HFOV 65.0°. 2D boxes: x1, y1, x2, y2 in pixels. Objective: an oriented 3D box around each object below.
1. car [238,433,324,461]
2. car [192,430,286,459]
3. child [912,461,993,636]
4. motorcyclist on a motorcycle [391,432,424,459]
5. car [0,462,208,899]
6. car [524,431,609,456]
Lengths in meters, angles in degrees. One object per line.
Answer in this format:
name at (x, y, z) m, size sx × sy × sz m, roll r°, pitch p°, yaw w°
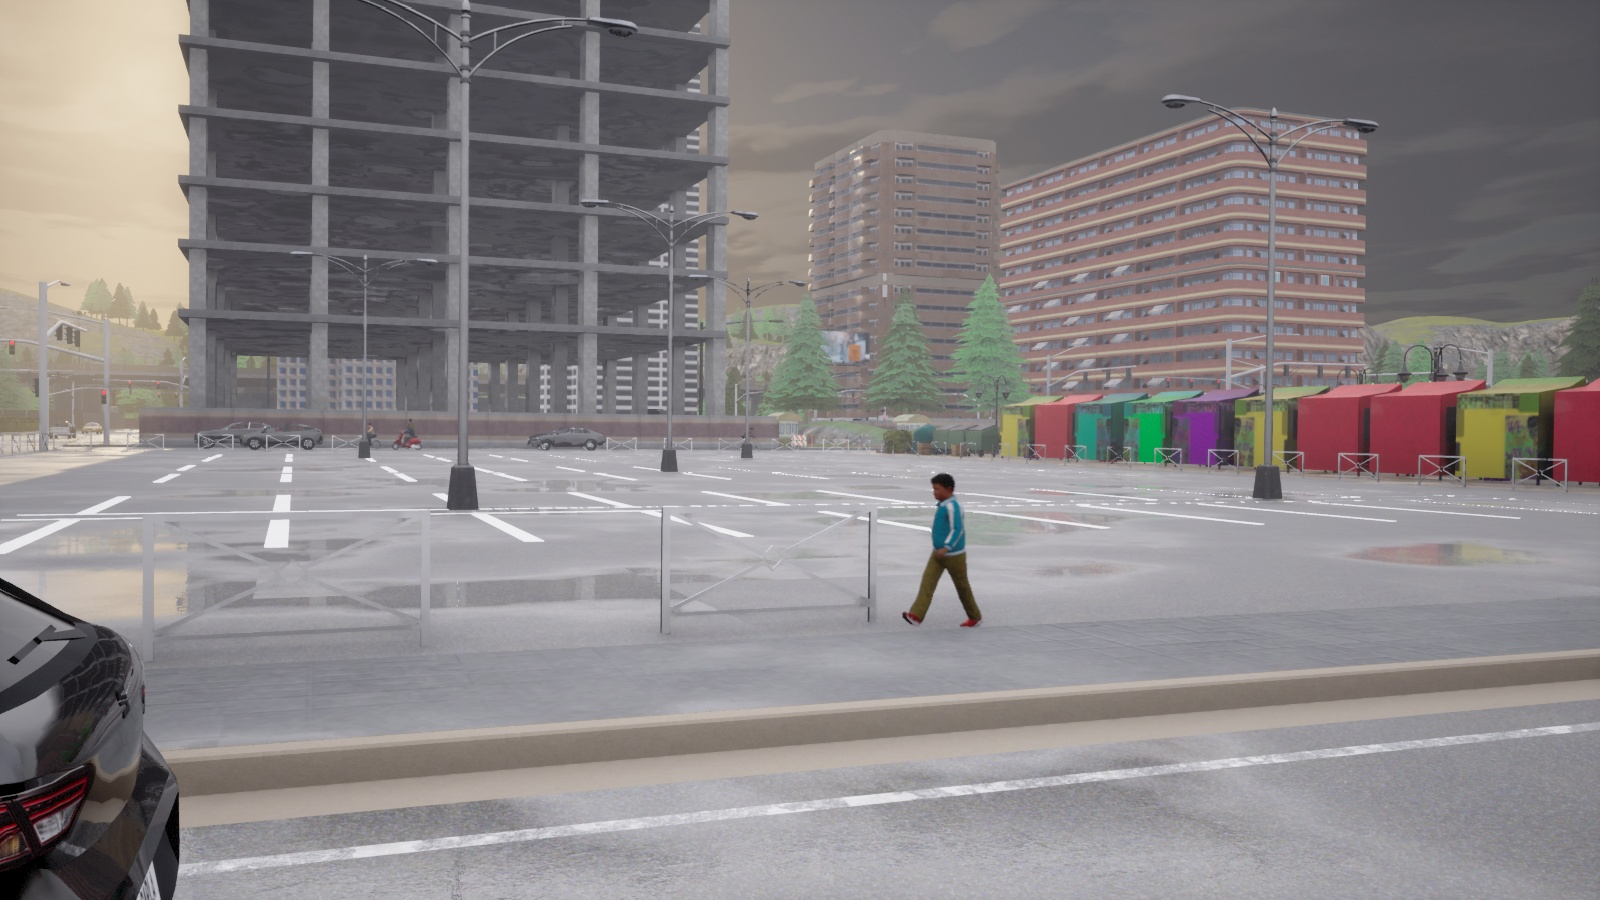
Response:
car at (-29.989, -0.169, 72.661) m, size 4.514 × 1.525 × 2.007 m, roll -1°, pitch 1°, yaw -22°
car at (-33.451, -0.338, 75.023) m, size 5.027 × 1.651 × 2.152 m, roll -1°, pitch 1°, yaw -22°
child at (1.081, 0.680, 8.902) m, size 0.448 × 1.192 × 0.343 m, roll -1°, pitch 1°, yaw -24°
motorcyclist on a motorcycle at (-23.534, -0.275, 75.304) m, size 1.817 × 1.590 × 0.866 m, roll -1°, pitch 1°, yaw -22°
car at (-3.322, 0.815, 1.970) m, size 4.193 × 1.474 × 1.816 m, roll -1°, pitch 1°, yaw -21°
car at (-14.695, -0.426, 78.924) m, size 4.902 × 1.511 × 2.128 m, roll -1°, pitch 1°, yaw -22°
